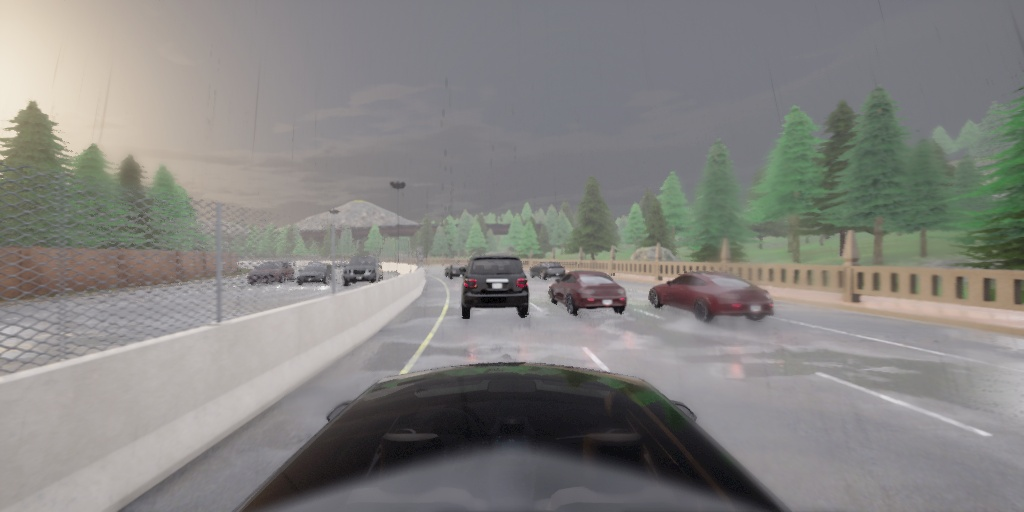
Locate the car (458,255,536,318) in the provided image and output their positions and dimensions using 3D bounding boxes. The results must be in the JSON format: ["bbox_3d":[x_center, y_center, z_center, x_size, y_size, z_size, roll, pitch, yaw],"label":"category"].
[{"bbox_3d":[-0.738,0.977,13.256,2.150,2.045,5.566,0,0,-7],"label":"car"}]

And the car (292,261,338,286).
[{"bbox_3d":[-14.350,1.323,26.545,1.837,1.490,4.892,0,0,-17],"label":"car"}]

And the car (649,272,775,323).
[{"bbox_3d":[6.371,1.250,11.977,1.812,1.442,4.674,0,0,-5],"label":"car"}]

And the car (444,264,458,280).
[{"bbox_3d":[-4.935,1.378,32.354,1.895,1.301,4.718,0,0,-17],"label":"car"}]

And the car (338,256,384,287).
[{"bbox_3d":[-10.364,1.021,25.333,2.150,2.045,5.566,0,0,-15],"label":"car"}]

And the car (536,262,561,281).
[{"bbox_3d":[2.931,1.234,30.305,2.128,1.511,4.902,0,0,-15],"label":"car"}]

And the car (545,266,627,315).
[{"bbox_3d":[2.704,1.266,13.439,1.812,1.442,4.674,0,0,-7],"label":"car"}]

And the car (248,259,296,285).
[{"bbox_3d":[-18.327,1.187,27.552,2.097,1.767,4.553,0,0,-18],"label":"car"}]
